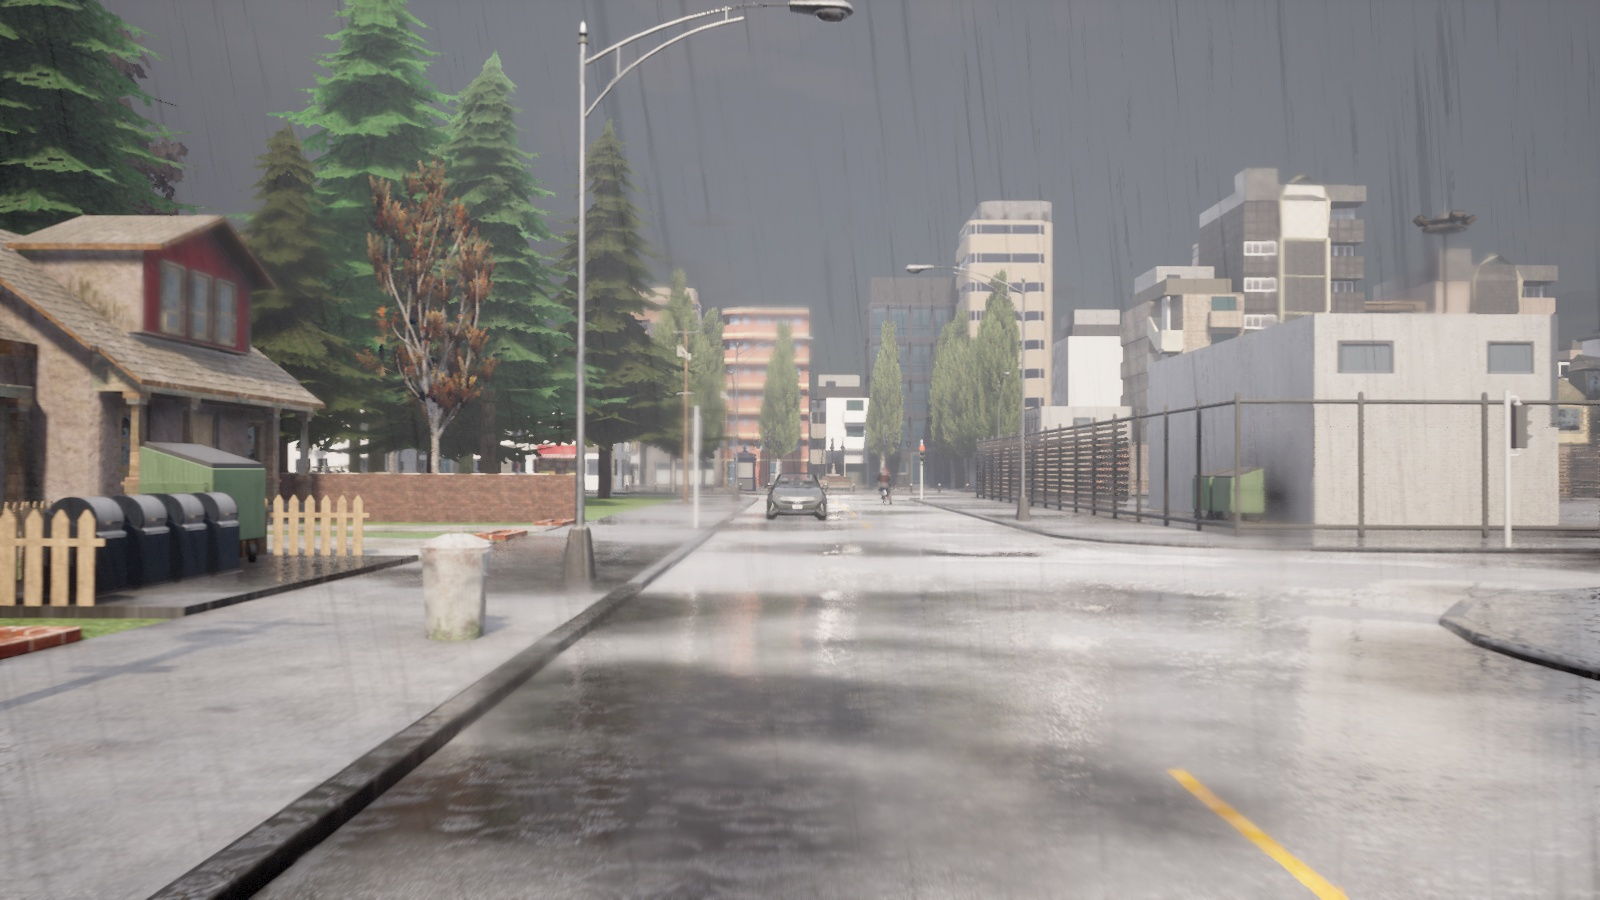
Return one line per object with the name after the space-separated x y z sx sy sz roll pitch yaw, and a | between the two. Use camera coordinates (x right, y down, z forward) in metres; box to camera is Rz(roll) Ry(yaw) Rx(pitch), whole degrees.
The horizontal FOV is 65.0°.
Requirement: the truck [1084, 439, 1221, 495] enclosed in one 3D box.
22.444 1.087 80.171 7.936 3.462 2.891 0 -1 0 | truck

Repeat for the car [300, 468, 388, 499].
-27.570 2.014 76.011 4.605 1.855 1.932 0 -1 0 | car

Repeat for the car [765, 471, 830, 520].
-0.098 1.450 41.065 2.007 1.525 4.514 0 -1 -1 | car
